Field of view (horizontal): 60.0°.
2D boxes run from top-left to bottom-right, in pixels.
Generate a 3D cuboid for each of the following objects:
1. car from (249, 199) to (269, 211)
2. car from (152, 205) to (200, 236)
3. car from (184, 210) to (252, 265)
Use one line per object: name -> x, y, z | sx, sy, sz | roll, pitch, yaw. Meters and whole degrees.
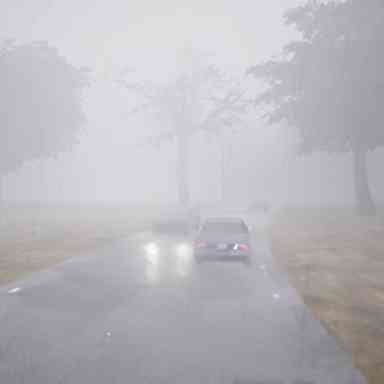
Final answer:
car -> 7.581, 1.419, 37.087 | 1.895, 1.301, 4.718 | 0, 1, 17
car -> -0.727, 1.520, 18.747 | 1.882, 1.535, 5.008 | 0, 0, 12
car -> 1.188, 1.609, 12.060 | 2.033, 1.411, 5.357 | 0, 0, 8
